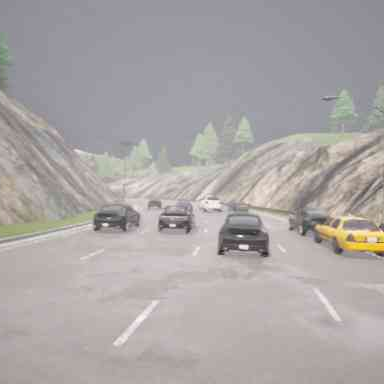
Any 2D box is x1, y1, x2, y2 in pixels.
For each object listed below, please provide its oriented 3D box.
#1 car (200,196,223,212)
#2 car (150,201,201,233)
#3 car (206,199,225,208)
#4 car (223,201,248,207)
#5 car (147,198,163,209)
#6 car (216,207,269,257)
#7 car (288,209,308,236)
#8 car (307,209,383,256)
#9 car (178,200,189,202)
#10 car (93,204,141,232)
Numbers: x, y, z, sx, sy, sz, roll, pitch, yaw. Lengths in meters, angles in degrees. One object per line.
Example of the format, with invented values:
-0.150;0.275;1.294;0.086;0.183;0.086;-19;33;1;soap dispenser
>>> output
2.312;1.485;42.938;2.150;2.045;5.566;2;0;-6;car
-0.841;1.566;20.102;2.128;1.511;4.902;2;0;4;car
3.813;1.926;55.532;1.994;1.385;4.181;2;0;-13;car
5.770;1.839;42.033;2.128;1.511;4.902;1;0;-6;car
-5.095;1.592;45.343;1.837;1.490;4.892;2;0;-7;car
2.060;1.625;13.744;1.837;1.490;4.892;2;0;7;car
7.189;1.785;20.287;1.837;1.490;4.892;1;0;4;car
6.682;1.694;14.375;1.801;1.575;5.366;1;0;6;car
-1.122;1.721;42.441;2.033;1.411;5.357;2;0;-8;car
-4.380;1.490;20.013;1.837;1.490;4.892;2;0;4;car
